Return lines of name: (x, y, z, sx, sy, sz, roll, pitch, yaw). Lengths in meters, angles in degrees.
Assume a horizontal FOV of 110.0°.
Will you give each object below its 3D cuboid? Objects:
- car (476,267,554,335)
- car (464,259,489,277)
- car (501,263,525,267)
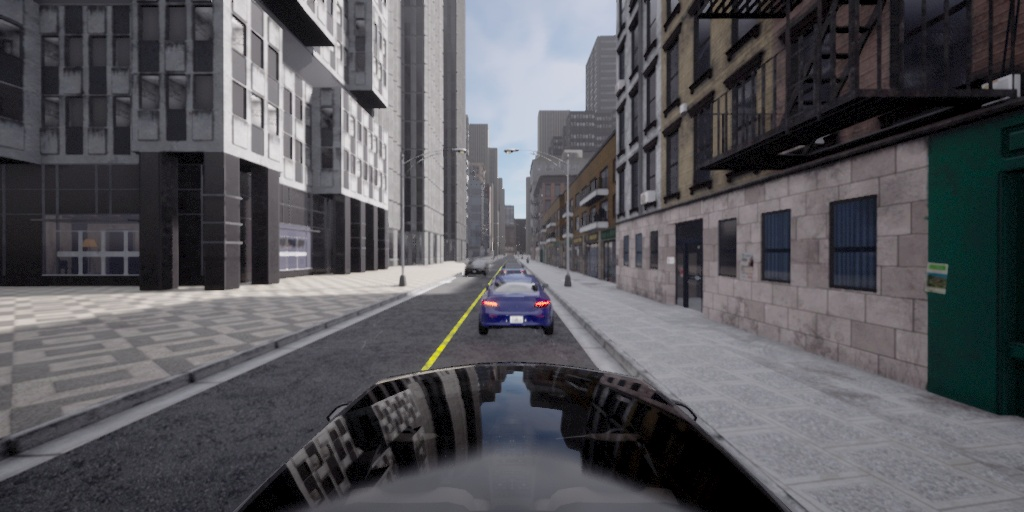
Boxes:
car: (0.096, 1.212, 10.167, 1.812, 1.442, 4.674, 0, 0, 0)
car: (-3.111, 1.014, 32.211, 1.882, 1.535, 5.008, 0, 0, 0)
car: (0.092, 1.166, 27.912, 1.895, 1.301, 4.718, 0, 0, -1)
